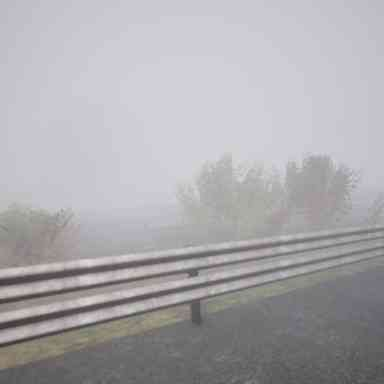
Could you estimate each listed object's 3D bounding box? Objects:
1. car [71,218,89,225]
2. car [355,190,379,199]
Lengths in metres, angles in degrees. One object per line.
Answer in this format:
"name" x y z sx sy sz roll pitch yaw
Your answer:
"car" -15.346 3.684 41.550 4.718 1.301 1.895 -4 2 -18
"car" 29.514 0.434 56.199 4.892 1.490 1.837 -4 2 -18
